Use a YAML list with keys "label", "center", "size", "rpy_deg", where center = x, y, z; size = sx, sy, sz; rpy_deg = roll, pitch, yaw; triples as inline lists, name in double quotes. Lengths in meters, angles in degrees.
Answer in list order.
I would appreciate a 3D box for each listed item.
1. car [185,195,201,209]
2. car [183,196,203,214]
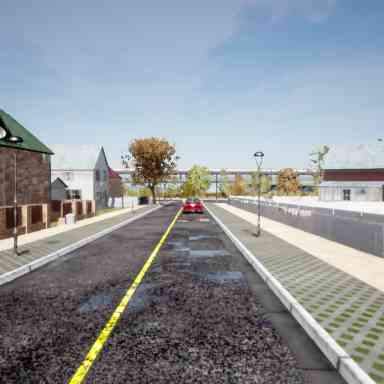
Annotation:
- label: "car"
  center: [0.099, 1.354, 45.108]
  size: [2.097, 1.767, 4.553]
  rpy_deg: [0, 0, 0]
- label: "car"
  center: [0.097, 1.346, 35.347]
  size: [2.097, 1.767, 4.553]
  rpy_deg: [0, 0, 0]
